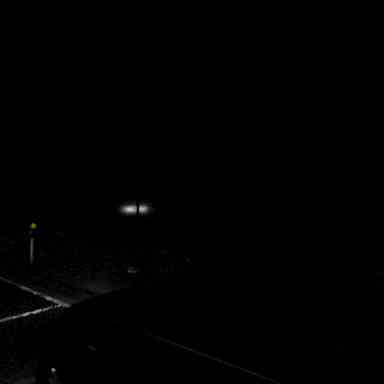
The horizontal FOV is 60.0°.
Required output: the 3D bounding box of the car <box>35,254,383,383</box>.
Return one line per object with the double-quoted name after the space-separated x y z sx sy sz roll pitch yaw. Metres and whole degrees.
0.495 1.388 3.033 4.553 1.767 2.097 0 -1 39 "car"
